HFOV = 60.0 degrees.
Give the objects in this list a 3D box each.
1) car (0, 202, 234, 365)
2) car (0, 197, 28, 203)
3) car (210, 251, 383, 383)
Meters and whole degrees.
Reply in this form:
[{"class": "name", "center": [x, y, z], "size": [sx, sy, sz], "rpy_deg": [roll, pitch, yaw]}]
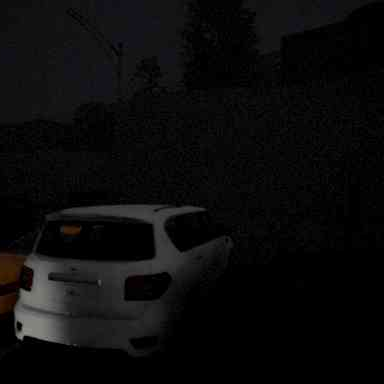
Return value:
[{"class": "car", "center": [-0.604, 1.232, 6.261], "size": [2.435, 2.045, 5.566], "rpy_deg": [0, -1, 15]}, {"class": "car", "center": [-7.948, 1.192, 11.430], "size": [2.435, 2.045, 5.566], "rpy_deg": [1, 0, 15]}, {"class": "car", "center": [1.837, 1.516, 4.518], "size": [2.163, 1.488, 4.792], "rpy_deg": [0, -1, 15]}]
